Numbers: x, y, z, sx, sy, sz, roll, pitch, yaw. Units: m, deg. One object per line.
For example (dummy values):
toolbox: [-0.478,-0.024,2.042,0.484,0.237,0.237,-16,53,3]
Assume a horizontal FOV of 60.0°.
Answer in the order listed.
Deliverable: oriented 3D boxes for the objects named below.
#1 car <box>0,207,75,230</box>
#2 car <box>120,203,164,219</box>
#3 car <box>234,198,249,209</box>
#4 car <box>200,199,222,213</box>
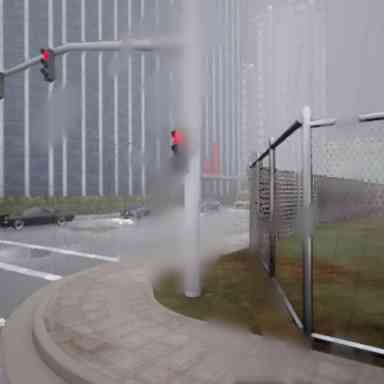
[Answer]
car: [-10.253,1.684,21.811,1.895,1.301,4.718,0,0,36]
car: [-4.405,1.647,29.954,1.994,1.385,4.181,0,0,36]
car: [7.729,1.561,46.763,1.882,1.535,5.008,0,0,36]
car: [1.641,1.588,38.359,1.837,1.490,4.892,0,0,36]
